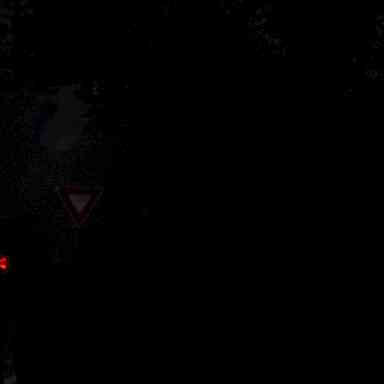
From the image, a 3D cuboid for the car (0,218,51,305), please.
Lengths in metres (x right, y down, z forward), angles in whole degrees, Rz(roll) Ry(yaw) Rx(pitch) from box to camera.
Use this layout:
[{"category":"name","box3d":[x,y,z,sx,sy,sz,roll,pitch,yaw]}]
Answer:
[{"category":"car","box3d":[-5.041,1.436,8.448,2.097,1.767,4.553,2,1,-14]}]
